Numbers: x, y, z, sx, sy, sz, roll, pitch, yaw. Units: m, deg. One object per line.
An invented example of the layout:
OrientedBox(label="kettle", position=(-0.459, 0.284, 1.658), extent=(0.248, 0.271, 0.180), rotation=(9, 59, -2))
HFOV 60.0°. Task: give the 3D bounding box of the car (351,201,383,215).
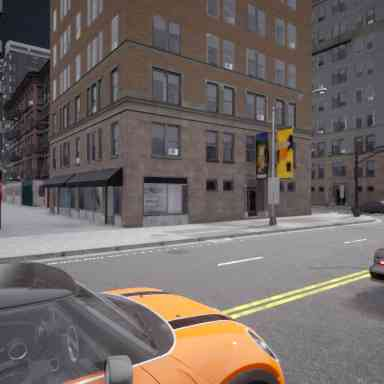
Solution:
OrientedBox(label="car", position=(18.008, 1.539, 31.756), extent=(2.033, 1.411, 5.357), rotation=(0, 0, -26))

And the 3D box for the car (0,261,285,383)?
OrientedBox(label="car", position=(-1.356, 1.352, 2.437), extent=(4.553, 1.767, 2.097), rotation=(0, 0, -37))

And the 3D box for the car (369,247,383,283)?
OrientedBox(label="car", position=(6.447, 1.548, 8.238), extent=(5.357, 1.411, 2.033), rotation=(0, 0, -37))
